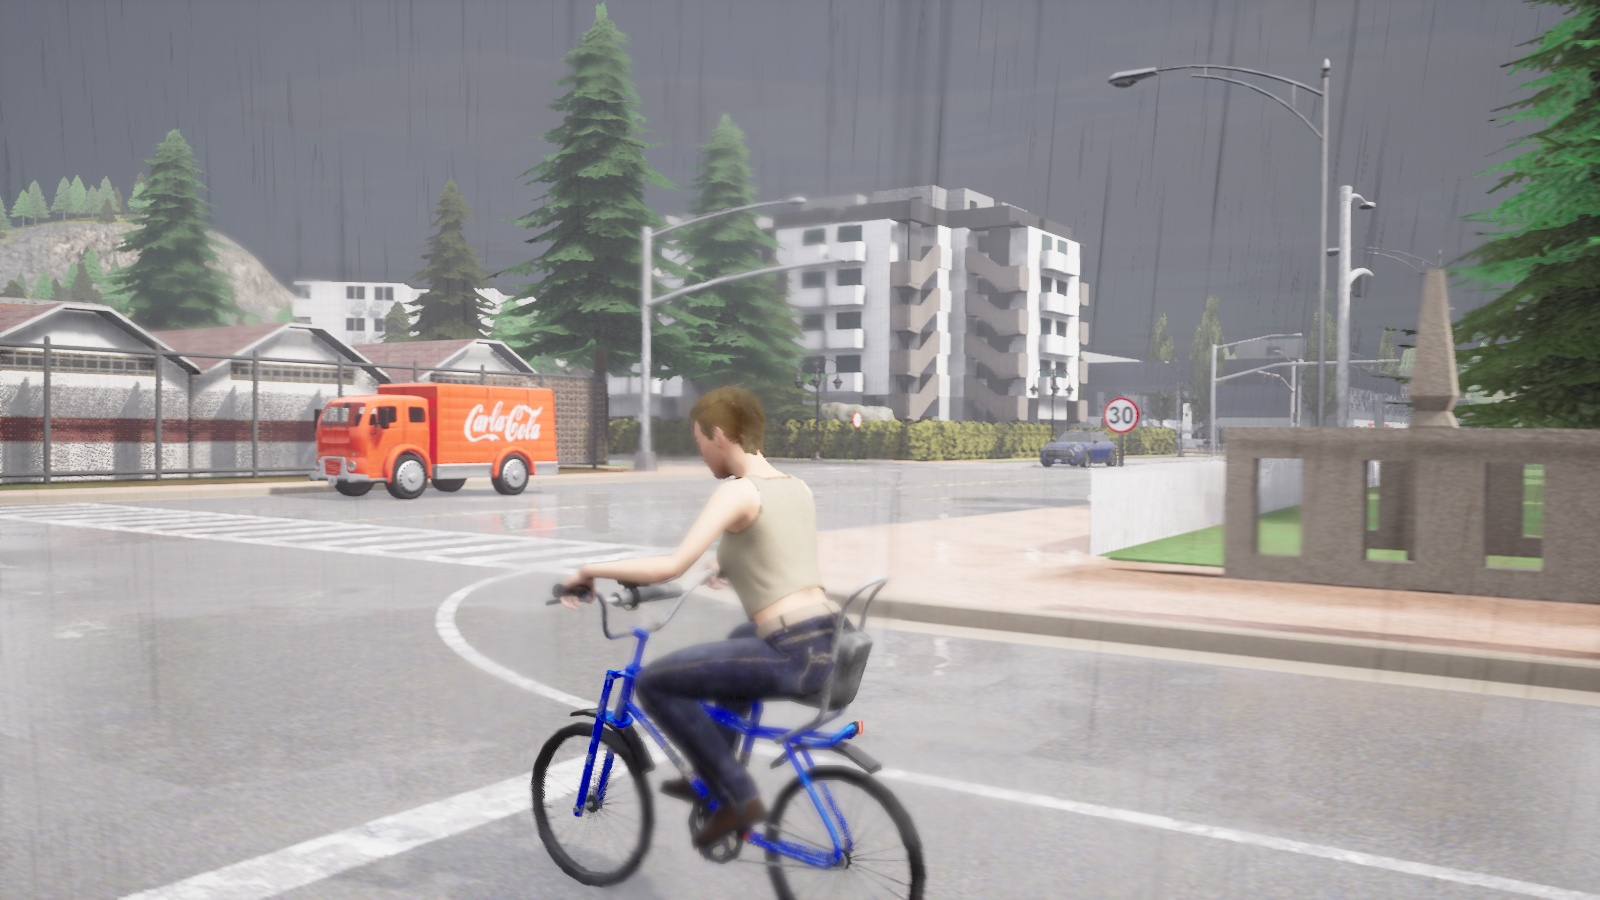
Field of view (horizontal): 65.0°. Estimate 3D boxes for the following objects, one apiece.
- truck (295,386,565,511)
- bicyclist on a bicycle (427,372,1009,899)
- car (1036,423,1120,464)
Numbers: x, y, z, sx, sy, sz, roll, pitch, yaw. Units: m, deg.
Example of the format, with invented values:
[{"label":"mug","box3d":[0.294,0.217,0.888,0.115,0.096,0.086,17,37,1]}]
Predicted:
[{"label":"truck","box3d":[-8.039,-0.072,27.804,2.627,2.467,5.204,0,1,35]},{"label":"bicyclist on a bicycle","box3d":[-0.259,0.619,3.797,1.509,1.612,0.866,-1,1,34]},{"label":"car","box3d":[12.627,-0.315,56.918,2.097,1.767,4.553,0,1,35]}]
